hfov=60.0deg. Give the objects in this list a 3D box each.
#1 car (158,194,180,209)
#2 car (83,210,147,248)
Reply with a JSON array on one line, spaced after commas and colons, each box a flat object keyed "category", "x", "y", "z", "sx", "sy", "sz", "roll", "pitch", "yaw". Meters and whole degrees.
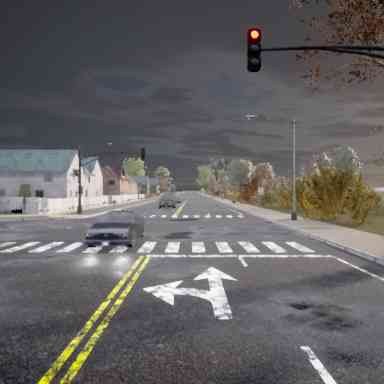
[{"category": "car", "x": -3.185, "y": 1.294, "z": 44.103, "sx": 2.150, "sy": 2.045, "sz": 5.566, "roll": 0, "pitch": 2, "yaw": 0}, {"category": "car", "x": -3.226, "y": 1.545, "z": 15.051, "sx": 2.033, "sy": 1.411, "sz": 5.357, "roll": 0, "pitch": 0, "yaw": 0}]
